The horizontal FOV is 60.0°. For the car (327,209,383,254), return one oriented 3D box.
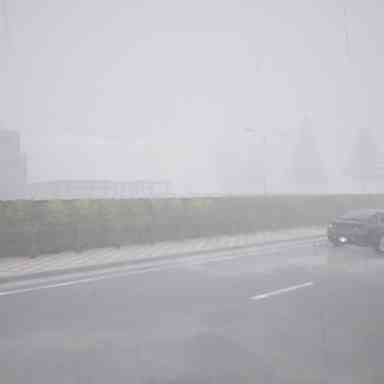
[{"bbox_3d":[7.376,1.437,13.309,4.892,1.490,1.837,0,0,-35],"label":"car"}]
